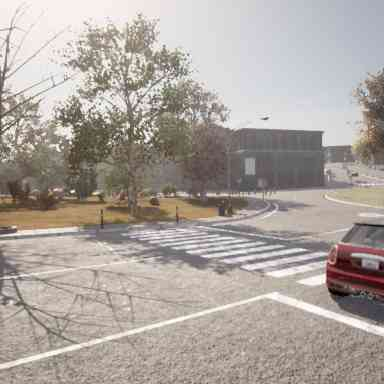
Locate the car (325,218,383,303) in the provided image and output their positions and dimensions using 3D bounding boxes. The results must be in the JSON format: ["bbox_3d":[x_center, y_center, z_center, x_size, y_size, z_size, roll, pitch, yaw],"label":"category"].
[{"bbox_3d":[4.998,1.324,7.262,4.553,1.767,2.097,0,0,-35],"label":"car"}]

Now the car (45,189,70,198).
[{"bbox_3d":[-28.652,0.294,70.883,2.231,1.521,4.892,-1,2,18],"label":"car"}]

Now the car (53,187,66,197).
[{"bbox_3d":[-26.308,0.062,69.023,2.435,2.045,5.566,0,2,18],"label":"car"}]

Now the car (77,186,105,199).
[{"bbox_3d":[-19.216,0.054,63.657,2.435,2.045,5.566,-2,2,17],"label":"car"}]

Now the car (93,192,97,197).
[{"bbox_3d":[-16.879,0.287,61.662,1.946,1.575,5.366,-1,2,17],"label":"car"}]

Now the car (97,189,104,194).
[{"bbox_3d":[-14.467,0.125,60.034,2.185,1.767,4.553,-2,2,16],"label":"car"}]

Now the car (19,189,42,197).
[{"bbox_3d":[-37.946,0.151,78.285,2.097,1.535,5.008,0,3,19],"label":"car"}]

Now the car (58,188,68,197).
[{"bbox_3d":[-23.947,0.351,67.215,2.163,1.488,4.792,-1,2,17],"label":"car"}]

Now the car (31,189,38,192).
[{"bbox_3d":[-33.330,0.102,74.536,2.185,1.767,4.553,0,2,18],"label":"car"}]
